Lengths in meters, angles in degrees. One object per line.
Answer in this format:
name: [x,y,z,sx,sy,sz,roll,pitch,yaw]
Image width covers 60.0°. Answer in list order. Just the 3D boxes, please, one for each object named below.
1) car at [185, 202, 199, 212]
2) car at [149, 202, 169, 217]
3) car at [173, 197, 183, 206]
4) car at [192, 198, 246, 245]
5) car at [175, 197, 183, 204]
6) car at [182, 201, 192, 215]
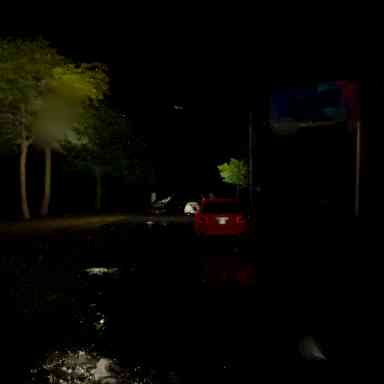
car: [0.009,2.258,50.950,1.994,1.385,4.181,0,-1,0]
car: [-3.587,1.887,36.676,1.882,1.535,5.008,0,-1,0]
car: [-3.487,2.428,77.868,2.033,1.411,5.357,0,0,0]
car: [1.229,1.320,16.110,2.150,2.045,5.566,0,-1,0]
car: [-3.485,2.225,91.082,2.097,1.767,4.553,0,1,0]
car: [0.053,1.986,39.249,1.812,1.442,4.674,0,-1,1]
